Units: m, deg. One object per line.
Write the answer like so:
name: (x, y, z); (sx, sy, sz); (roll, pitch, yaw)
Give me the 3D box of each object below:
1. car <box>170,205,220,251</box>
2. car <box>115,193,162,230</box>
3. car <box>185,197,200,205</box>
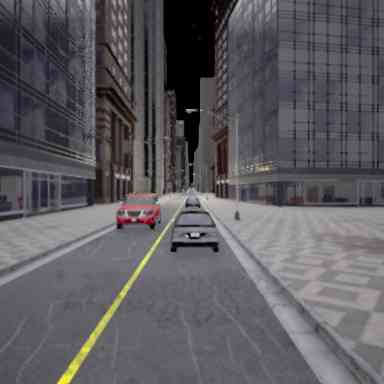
car: (0.100, 1.472, 13.715); (2.033, 1.411, 5.357); (0, 0, 0)
car: (-3.098, 1.105, 20.432); (2.150, 2.045, 5.566); (0, 0, 0)
car: (0.101, 1.286, 44.742); (1.994, 1.385, 4.181); (0, 0, 0)
